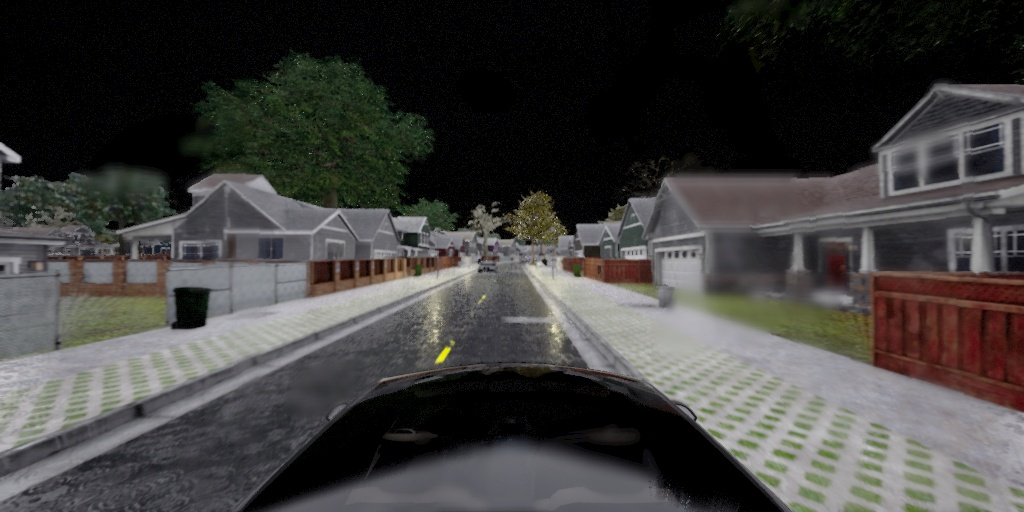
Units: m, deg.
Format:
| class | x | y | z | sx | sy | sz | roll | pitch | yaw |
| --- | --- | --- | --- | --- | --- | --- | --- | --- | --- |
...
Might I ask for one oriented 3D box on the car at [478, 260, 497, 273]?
| class | x | y | z | sx | sy | sz | roll | pitch | yaw |
| --- | --- | --- | --- | --- | --- | --- | --- | --- | --- |
| car | -2.666 | 1.185 | 39.949 | 1.994 | 1.385 | 4.181 | 0 | 0 | 1 |
